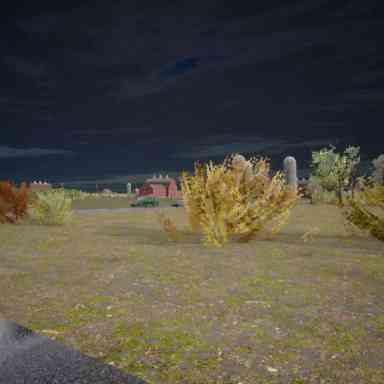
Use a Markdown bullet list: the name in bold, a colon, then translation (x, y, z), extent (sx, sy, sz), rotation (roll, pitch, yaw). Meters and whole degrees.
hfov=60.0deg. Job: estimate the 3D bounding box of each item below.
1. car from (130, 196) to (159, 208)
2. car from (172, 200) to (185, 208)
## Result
- **car**: translation (-8.136, 1.740, 57.285), extent (2.150, 2.045, 5.566), rotation (-1, -1, 36)
- **car**: translation (-1.389, 2.078, 60.477), extent (2.033, 1.411, 5.357), rotation (-1, -1, 36)
